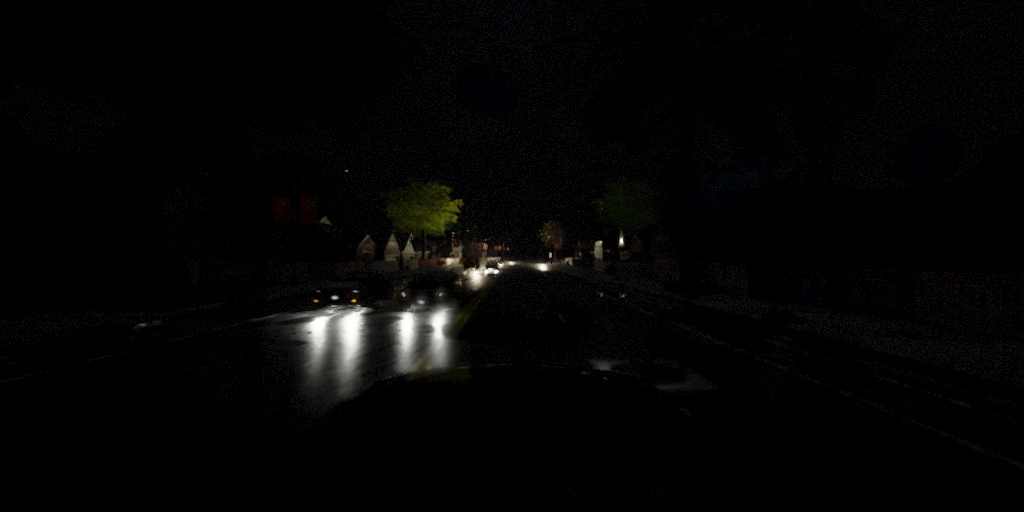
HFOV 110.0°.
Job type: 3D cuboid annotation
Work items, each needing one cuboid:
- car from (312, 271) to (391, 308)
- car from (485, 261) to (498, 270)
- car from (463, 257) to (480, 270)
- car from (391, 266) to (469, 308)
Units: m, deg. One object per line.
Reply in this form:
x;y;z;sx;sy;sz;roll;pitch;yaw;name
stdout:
-6.588;1.361;15.317;1.994;1.385;4.181;0;0;0;car
-3.186;1.499;56.326;1.895;1.301;4.718;0;0;1;car
-6.404;1.117;57.658;2.150;2.045;5.566;0;0;2;car
-3.339;1.348;15.909;2.033;1.411;5.357;0;0;0;car
